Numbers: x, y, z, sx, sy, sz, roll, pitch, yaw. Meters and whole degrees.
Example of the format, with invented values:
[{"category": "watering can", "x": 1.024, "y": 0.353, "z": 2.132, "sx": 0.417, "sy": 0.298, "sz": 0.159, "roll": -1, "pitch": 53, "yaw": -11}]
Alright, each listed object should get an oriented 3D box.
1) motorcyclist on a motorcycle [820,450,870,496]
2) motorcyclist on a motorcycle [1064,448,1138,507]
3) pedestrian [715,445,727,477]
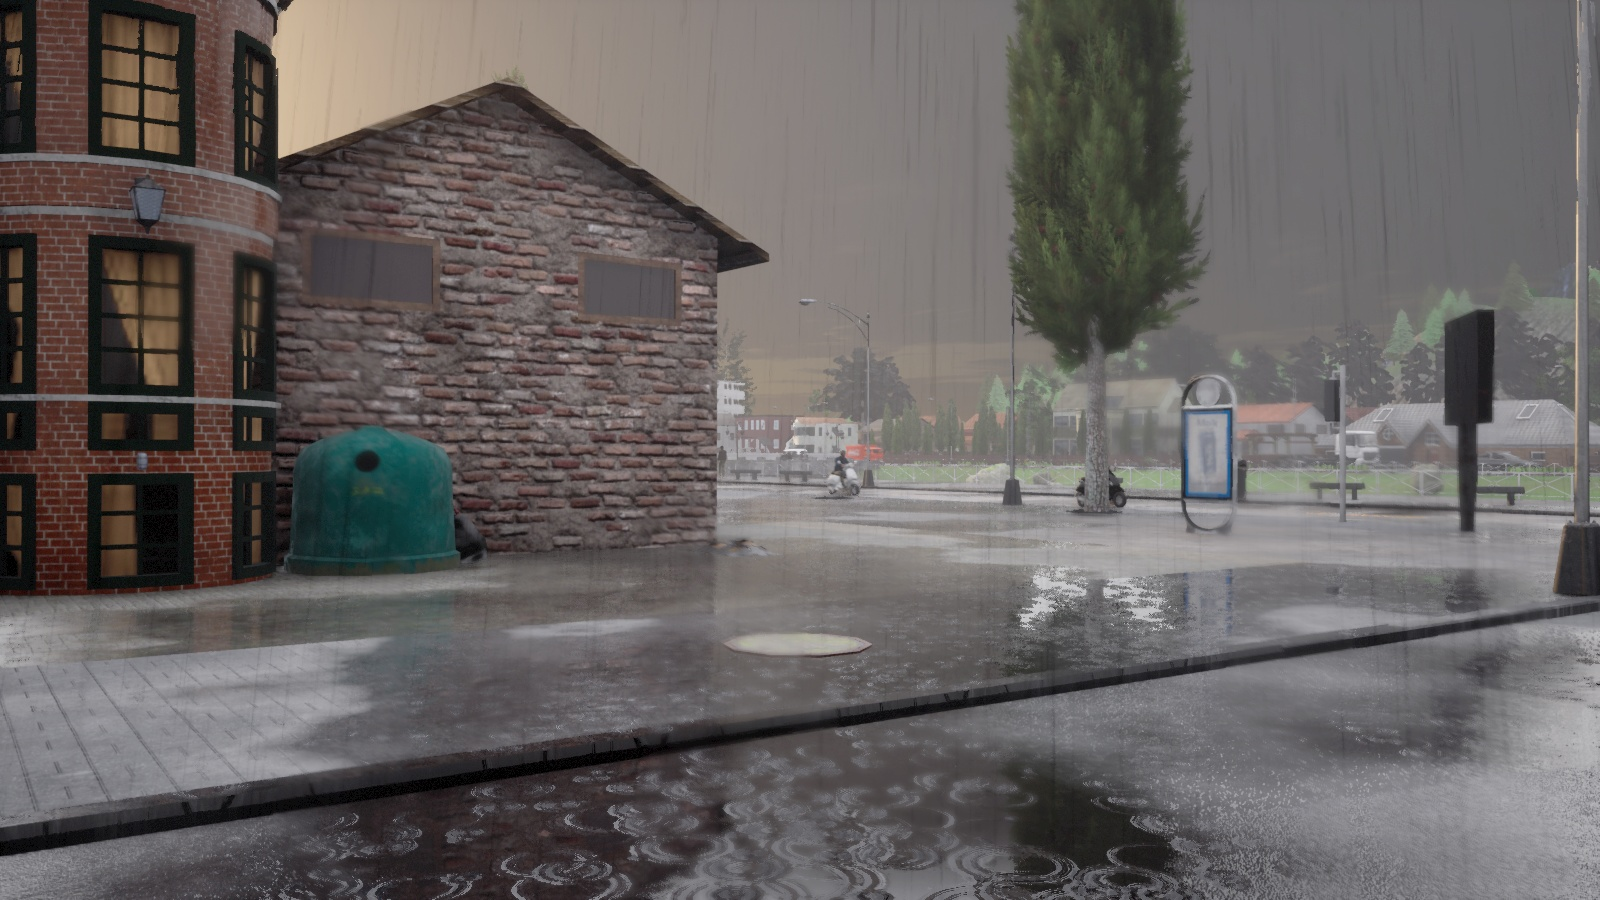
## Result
[{"category": "motorcyclist on a motorcycle", "x": 1.579, "y": 0.804, "z": 44.417, "sx": 0.866, "sy": 1.590, "sz": 1.817, "roll": 0, "pitch": 0, "yaw": -35}, {"category": "motorcyclist on a motorcycle", "x": 8.316, "y": 0.764, "z": 34.757, "sx": 0.866, "sy": 1.590, "sz": 1.817, "roll": 0, "pitch": -2, "yaw": -35}, {"category": "pedestrian", "x": -4.563, "y": 0.642, "z": 72.594, "sx": 0.431, "sy": 1.840, "sz": 0.703, "roll": 0, "pitch": 0, "yaw": -30}]
